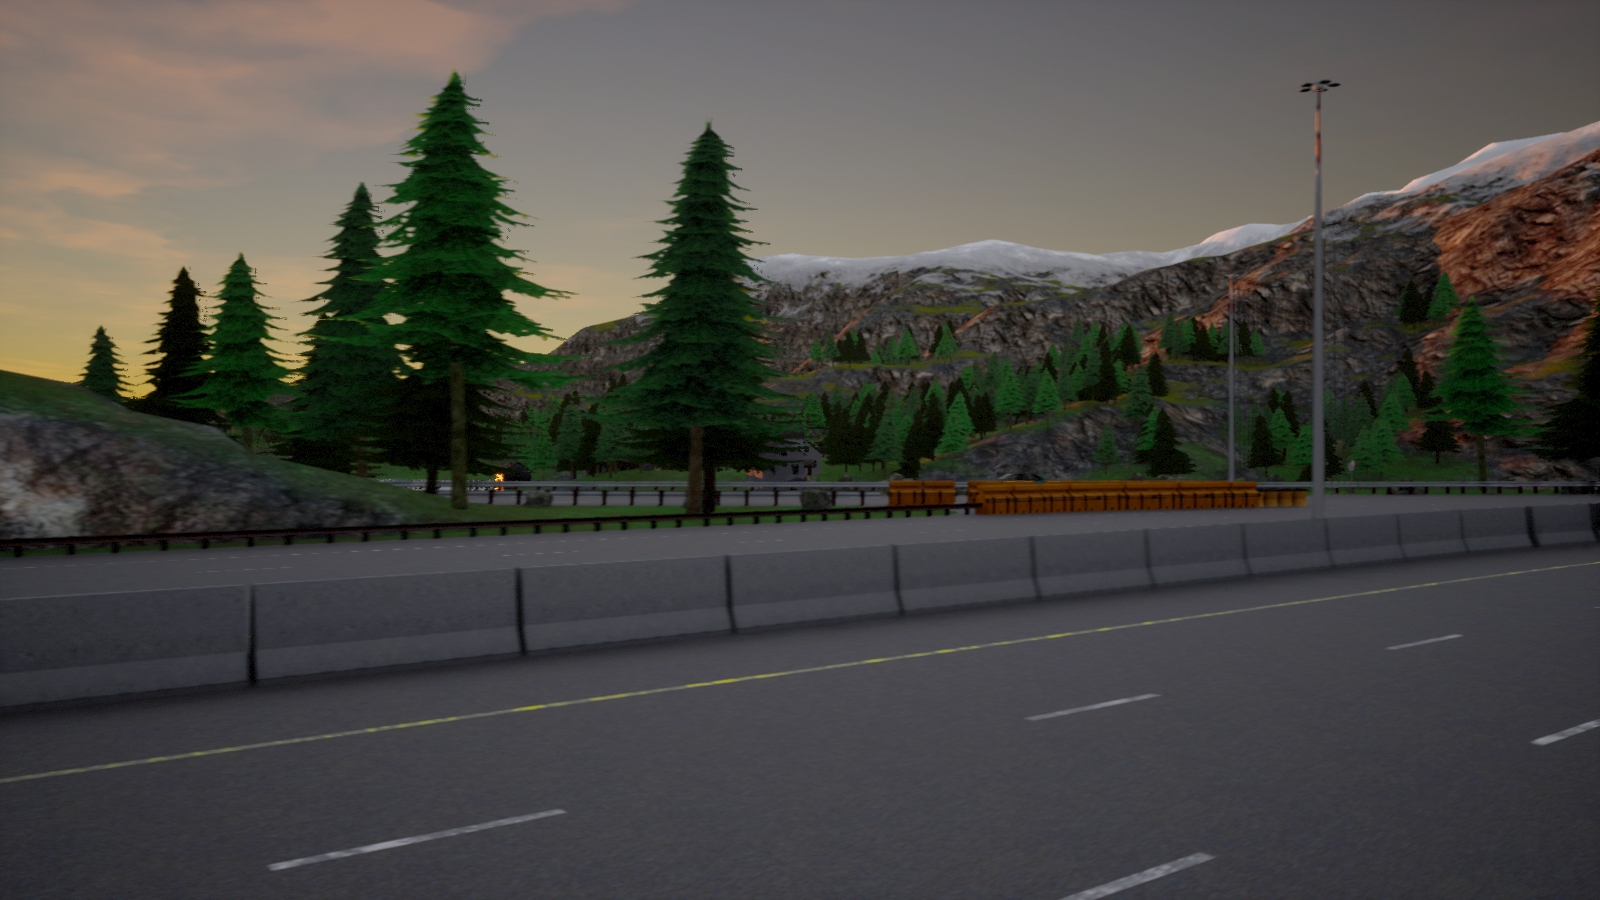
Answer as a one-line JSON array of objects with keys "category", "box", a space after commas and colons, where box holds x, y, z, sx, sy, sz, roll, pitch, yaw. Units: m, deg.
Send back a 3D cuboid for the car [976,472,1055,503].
[{"category": "car", "box": [11.738, 2.021, 62.445, 3.988, 1.617, 1.851, 0, 0, 1]}]
